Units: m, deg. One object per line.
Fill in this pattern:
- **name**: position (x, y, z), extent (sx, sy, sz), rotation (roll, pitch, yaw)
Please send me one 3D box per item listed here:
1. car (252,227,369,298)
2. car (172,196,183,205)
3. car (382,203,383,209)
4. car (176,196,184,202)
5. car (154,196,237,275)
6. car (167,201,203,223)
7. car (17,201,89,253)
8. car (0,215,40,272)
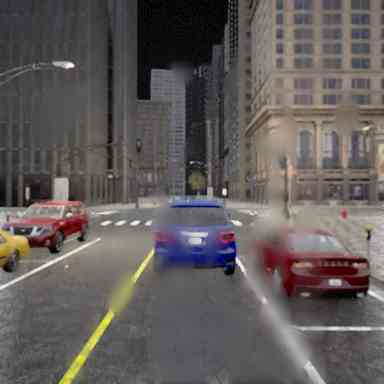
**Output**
- **car**: position (2.677, 1.557, 8.442), extent (1.887, 1.381, 4.507), rotation (0, 0, 0)
- **car**: position (-2.927, 1.687, 66.650), extent (1.882, 1.535, 5.008), rotation (0, 0, 0)
- **car**: position (26.062, 1.531, 40.977), extent (4.902, 1.511, 2.128), rotation (0, -1, 0)
- **car**: position (-2.913, 1.790, 82.765), extent (1.837, 1.490, 4.892), rotation (0, 0, 0)
- **car**: position (0.085, 1.241, 10.597), extent (2.150, 2.045, 5.566), rotation (0, 0, 0)
- **car**: position (-0.676, 1.555, 27.314), extent (2.033, 1.411, 5.357), rotation (0, 0, -12)
- **car**: position (-5.843, 1.339, 13.909), extent (2.192, 1.841, 5.009), rotation (0, 0, 0)
- **car**: position (-5.847, 1.538, 8.278), extent (1.752, 1.417, 4.829), rotation (0, 0, 0)
